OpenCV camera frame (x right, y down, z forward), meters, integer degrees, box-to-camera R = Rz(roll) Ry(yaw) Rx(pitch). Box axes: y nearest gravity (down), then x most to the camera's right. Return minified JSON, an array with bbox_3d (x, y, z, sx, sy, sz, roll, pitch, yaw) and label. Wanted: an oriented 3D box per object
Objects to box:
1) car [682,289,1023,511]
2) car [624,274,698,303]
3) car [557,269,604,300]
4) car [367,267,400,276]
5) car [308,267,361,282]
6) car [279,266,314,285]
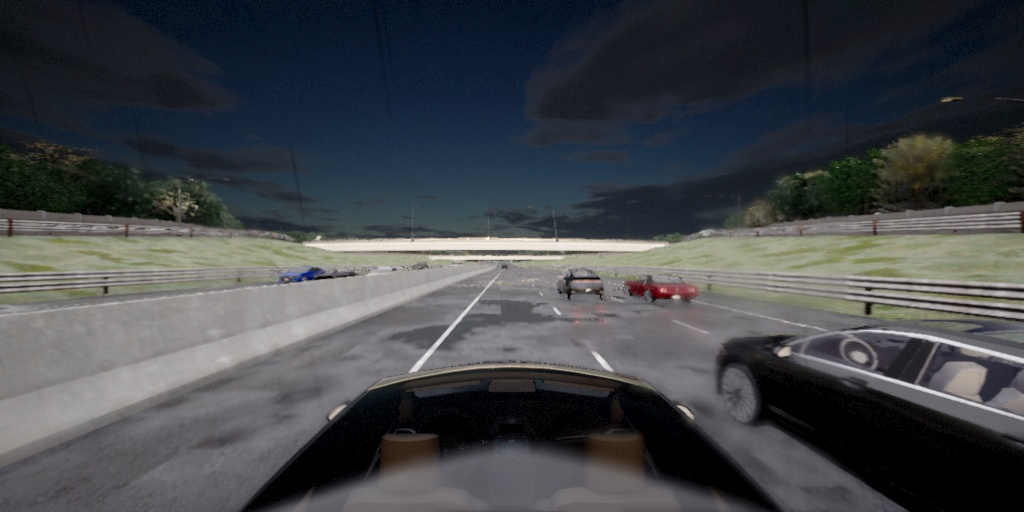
[{"bbox_3d":[3.598,1.251,2.818,2.128,1.511,4.902,0,0,0],"label":"car"},{"bbox_3d":[7.075,1.527,17.626,1.895,1.301,4.718,0,-1,0],"label":"car"},{"bbox_3d":[3.568,1.443,19.287,2.128,1.511,4.902,0,-1,0],"label":"car"},{"bbox_3d":[-10.670,1.641,30.244,1.812,1.442,4.674,0,-1,0],"label":"car"},{"bbox_3d":[-14.166,1.704,29.307,1.895,1.301,4.718,0,-1,0],"label":"car"},{"bbox_3d":[-17.670,1.601,30.580,1.882,1.535,5.008,0,-1,0],"label":"car"}]
